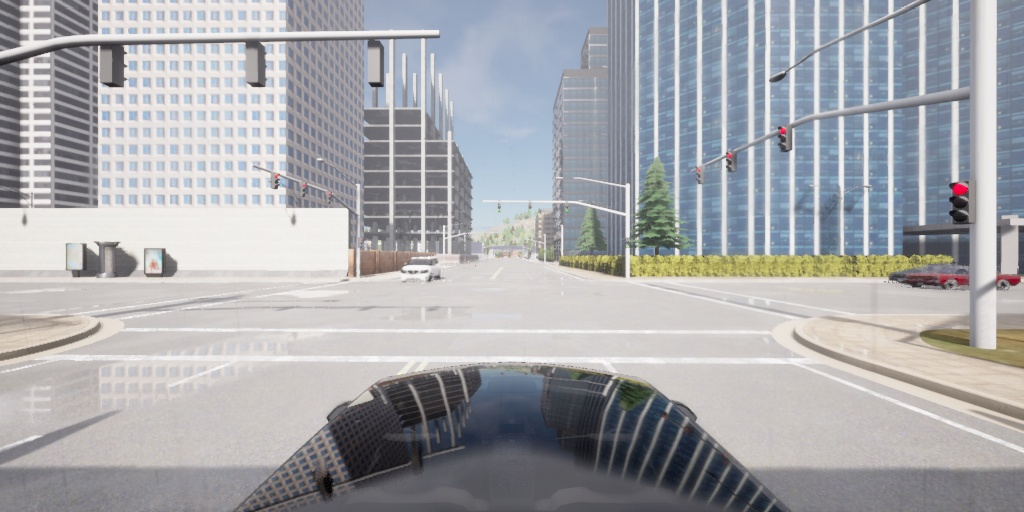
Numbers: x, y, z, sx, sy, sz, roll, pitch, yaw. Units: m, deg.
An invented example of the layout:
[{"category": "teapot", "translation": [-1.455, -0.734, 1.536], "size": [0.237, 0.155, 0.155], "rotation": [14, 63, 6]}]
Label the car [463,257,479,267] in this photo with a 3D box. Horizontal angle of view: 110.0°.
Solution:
[{"category": "car", "translation": [-6.987, 0.919, 60.690], "size": [2.097, 1.767, 4.553], "rotation": [0, 0, 0]}]

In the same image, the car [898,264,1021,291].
[{"category": "car", "translation": [25.810, 1.295, 20.712], "size": [4.718, 1.301, 1.895], "rotation": [0, 0, 0]}]

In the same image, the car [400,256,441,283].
[{"category": "car", "translation": [-6.993, 1.074, 28.045], "size": [2.150, 2.045, 5.566], "rotation": [0, 1, 0]}]

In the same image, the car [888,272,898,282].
[{"category": "car", "translation": [28.888, 1.241, 24.205], "size": [5.357, 1.411, 2.033], "rotation": [0, 0, 0]}]
